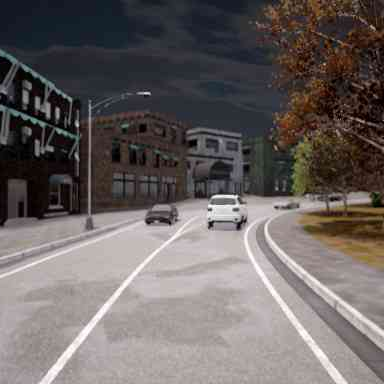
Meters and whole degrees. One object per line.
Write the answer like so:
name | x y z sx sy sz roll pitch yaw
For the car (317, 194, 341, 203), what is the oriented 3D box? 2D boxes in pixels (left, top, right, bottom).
car | 23.616 1.018 57.305 5.008 1.535 1.882 -2 0 -32

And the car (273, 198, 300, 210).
car | 11.951 1.461 41.660 1.895 1.301 4.718 -1 0 37

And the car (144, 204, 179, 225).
car | -2.121 1.593 24.681 2.033 1.411 5.357 0 0 5

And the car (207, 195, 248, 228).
car | 2.513 1.247 22.765 2.150 2.045 5.566 0 0 15
